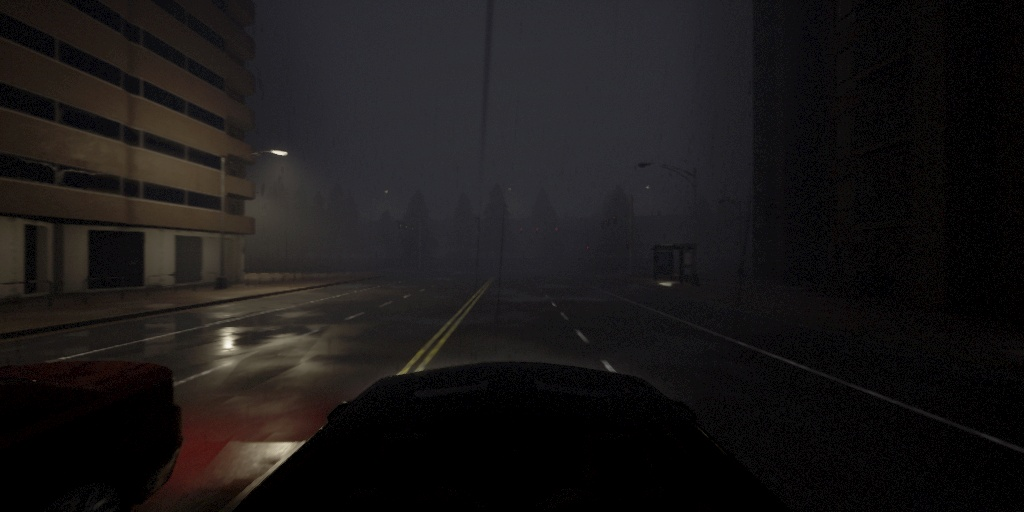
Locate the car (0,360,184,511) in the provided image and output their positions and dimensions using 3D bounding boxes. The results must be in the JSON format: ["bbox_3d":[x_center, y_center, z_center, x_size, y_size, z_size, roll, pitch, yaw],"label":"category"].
[{"bbox_3d":[-3.500,1.276,0.650,1.882,1.535,5.008,0,1,0],"label":"car"}]
